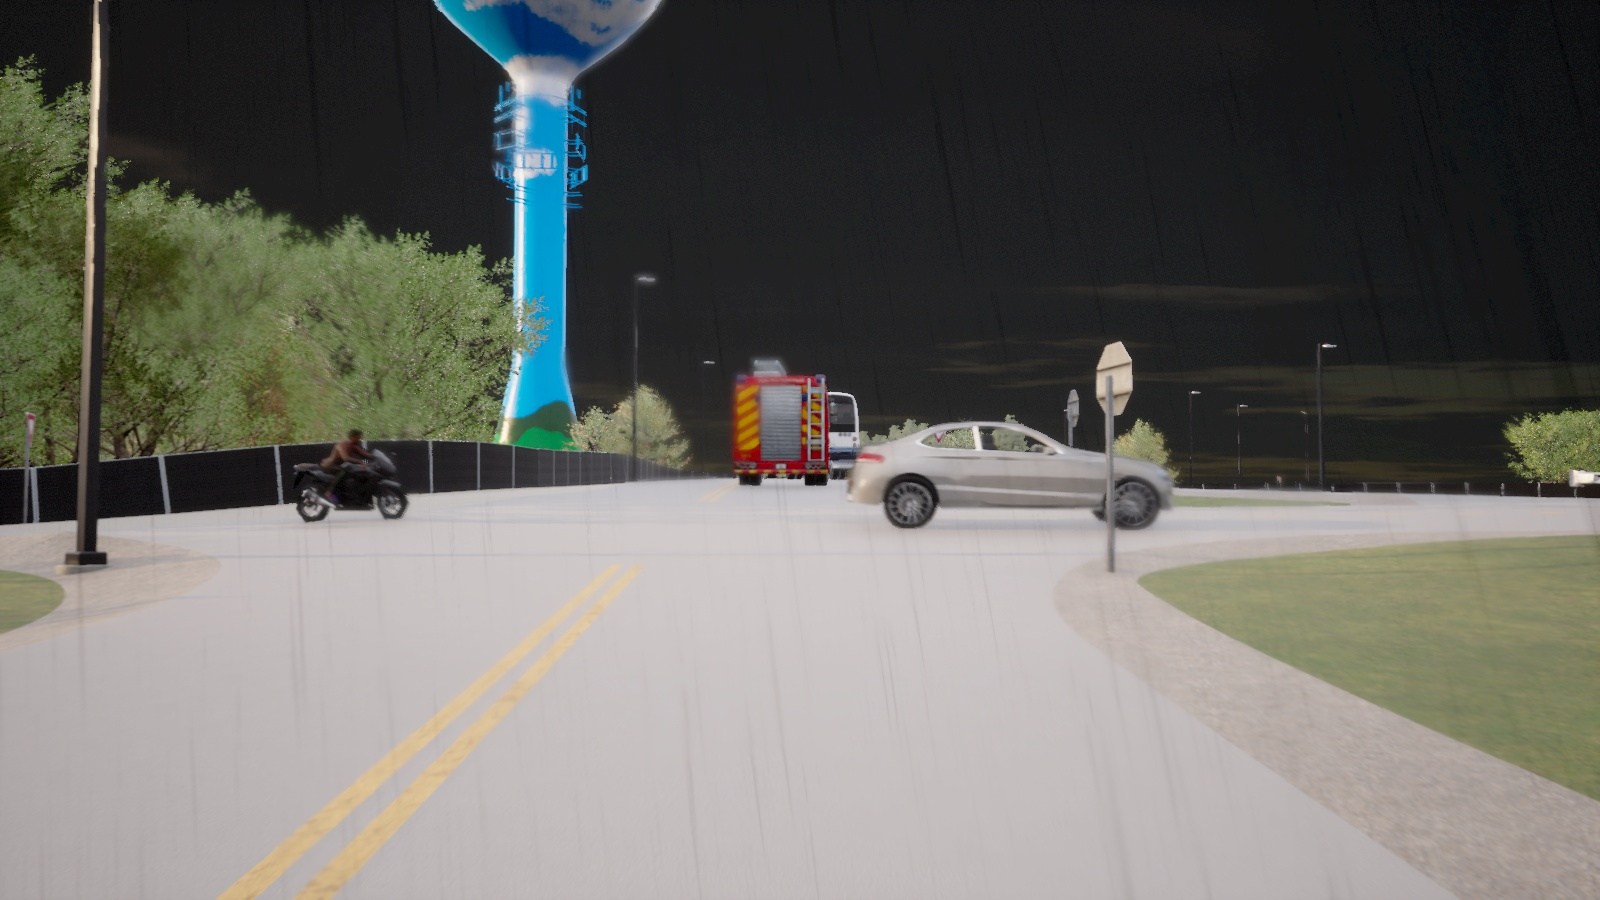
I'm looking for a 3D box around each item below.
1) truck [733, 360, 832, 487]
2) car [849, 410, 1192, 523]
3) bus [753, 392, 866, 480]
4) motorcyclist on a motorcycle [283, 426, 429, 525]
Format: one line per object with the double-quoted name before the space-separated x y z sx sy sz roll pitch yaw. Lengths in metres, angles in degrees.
"truck" -0.432 -0.757 42.057 2.891 3.827 8.468 0 0 2
"car" 3.336 0.225 19.715 5.027 1.651 2.152 0 1 5
"bus" 0.280 -0.545 65.947 3.944 4.253 10.273 0 -1 -11
"motorcyclist on a motorcycle" -7.217 0.409 20.463 2.044 1.523 0.797 -2 2 10
